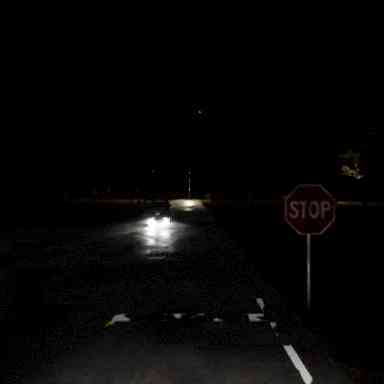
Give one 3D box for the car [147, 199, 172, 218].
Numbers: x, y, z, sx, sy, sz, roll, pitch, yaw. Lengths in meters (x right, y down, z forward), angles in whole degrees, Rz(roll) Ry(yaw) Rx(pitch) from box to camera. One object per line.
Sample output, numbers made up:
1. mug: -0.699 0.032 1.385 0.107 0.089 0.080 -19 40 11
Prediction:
1. car: -2.709 1.408 28.270 2.128 1.511 4.902 0 1 -1
